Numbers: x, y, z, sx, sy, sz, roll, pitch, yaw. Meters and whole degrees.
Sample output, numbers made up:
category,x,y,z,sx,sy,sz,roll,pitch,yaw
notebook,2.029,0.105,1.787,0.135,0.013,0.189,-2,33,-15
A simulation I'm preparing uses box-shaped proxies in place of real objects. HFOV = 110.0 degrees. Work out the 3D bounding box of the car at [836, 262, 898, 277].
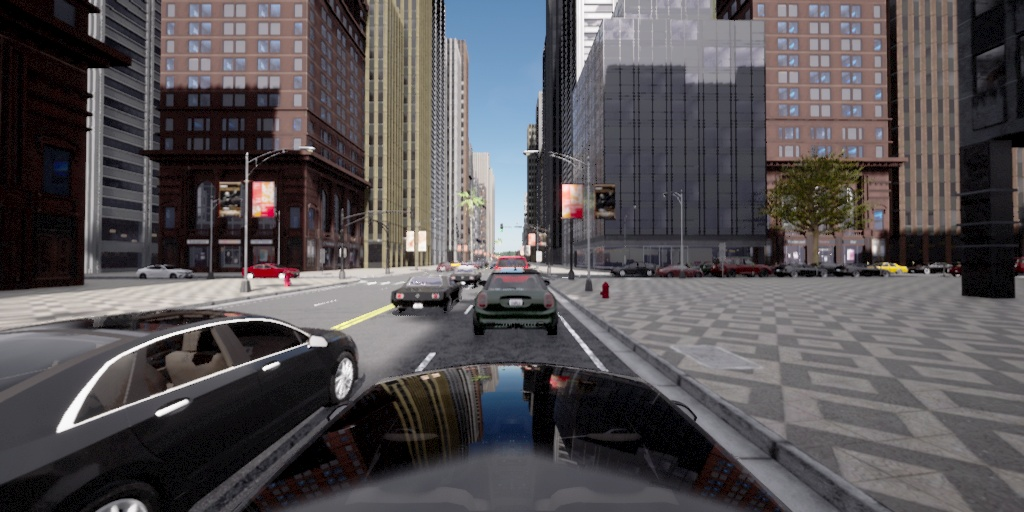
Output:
category,x,y,z,sx,sy,sz,roll,pitch,yaw
car,32.169,1.341,33.071,4.313,1.339,1.948,0,0,-1

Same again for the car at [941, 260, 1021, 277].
category,x,y,z,sx,sy,sz,roll,pitch,yaw
car,43.444,1.296,33.269,4.507,1.381,1.888,0,0,-1

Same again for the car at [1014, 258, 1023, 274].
category,x,y,z,sx,sy,sz,roll,pitch,yaw
car,49.083,1.055,33.367,5.009,1.841,2.192,0,0,-1

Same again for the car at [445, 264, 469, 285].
category,x,y,z,sx,sy,sz,roll,pitch,yaw
car,-3.196,1.469,25.347,1.895,1.301,4.718,0,0,0

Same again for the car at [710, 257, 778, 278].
category,x,y,z,sx,sy,sz,roll,pitch,yaw
car,20.895,1.122,32.875,5.009,1.841,2.192,0,0,-1

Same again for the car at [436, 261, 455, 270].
category,x,y,z,sx,sy,sz,roll,pitch,yaw
car,-9.939,1.637,52.978,1.812,1.442,4.674,0,-1,-3

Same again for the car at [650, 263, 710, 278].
category,x,y,z,sx,sy,sz,roll,pitch,yaw
car,15.256,1.408,32.776,4.207,1.307,1.802,0,0,-1

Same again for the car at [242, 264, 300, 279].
category,x,y,z,sx,sy,sz,roll,pitch,yaw
car,-23.272,1.494,34.733,5.008,1.535,1.882,0,-1,1

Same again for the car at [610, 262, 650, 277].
category,x,y,z,sx,sy,sz,roll,pitch,yaw
car,13.033,1.422,38.515,4.892,1.490,1.837,0,-1,-1

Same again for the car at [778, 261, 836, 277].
category,x,y,z,sx,sy,sz,roll,pitch,yaw
car,26.532,1.357,32.973,4.313,1.339,1.948,0,0,-1

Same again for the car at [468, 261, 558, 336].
category,x,y,z,sx,sy,sz,roll,pitch,yaw
car,0.080,1.133,10.622,2.097,1.767,4.553,0,0,0

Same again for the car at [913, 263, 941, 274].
category,x,y,z,sx,sy,sz,roll,pitch,yaw
car,48.941,1.430,41.891,4.313,1.339,1.948,0,0,-1

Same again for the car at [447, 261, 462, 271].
category,x,y,z,sx,sy,sz,roll,pitch,yaw
car,-9.935,1.678,62.115,1.882,1.535,5.008,0,-1,0

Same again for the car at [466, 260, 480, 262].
category,x,y,z,sx,sy,sz,roll,pitch,yaw
car,-6.691,1.789,60.887,1.895,1.301,4.718,0,-1,0

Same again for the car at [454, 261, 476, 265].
category,x,y,z,sx,sy,sz,roll,pitch,yaw
car,-6.694,1.701,51.723,1.895,1.301,4.718,0,-1,0

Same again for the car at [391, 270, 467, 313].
category,x,y,z,sx,sy,sz,roll,pitch,yaw
car,-3.173,1.400,14.334,1.895,1.301,4.718,0,0,0

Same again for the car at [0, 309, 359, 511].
category,x,y,z,sx,sy,sz,roll,pitch,yaw
car,-3.152,1.259,3.350,1.837,1.490,4.892,0,0,0

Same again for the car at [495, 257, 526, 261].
category,x,y,z,sx,sy,sz,roll,pitch,yaw
car,0.002,1.070,22.639,2.150,2.045,5.566,0,-1,0

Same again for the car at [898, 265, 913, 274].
category,x,y,z,sx,sy,sz,roll,pitch,yaw
car,43.131,1.400,41.789,4.829,1.417,1.751,0,0,-1

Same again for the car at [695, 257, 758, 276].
category,x,y,z,sx,sy,sz,roll,pitch,yaw
car,23.073,1.106,38.701,5.566,2.045,2.150,0,-1,-2

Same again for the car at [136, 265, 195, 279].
category,x,y,z,sx,sy,sz,roll,pitch,yaw
car,-33.545,1.589,34.720,4.674,1.442,1.812,0,-1,0
